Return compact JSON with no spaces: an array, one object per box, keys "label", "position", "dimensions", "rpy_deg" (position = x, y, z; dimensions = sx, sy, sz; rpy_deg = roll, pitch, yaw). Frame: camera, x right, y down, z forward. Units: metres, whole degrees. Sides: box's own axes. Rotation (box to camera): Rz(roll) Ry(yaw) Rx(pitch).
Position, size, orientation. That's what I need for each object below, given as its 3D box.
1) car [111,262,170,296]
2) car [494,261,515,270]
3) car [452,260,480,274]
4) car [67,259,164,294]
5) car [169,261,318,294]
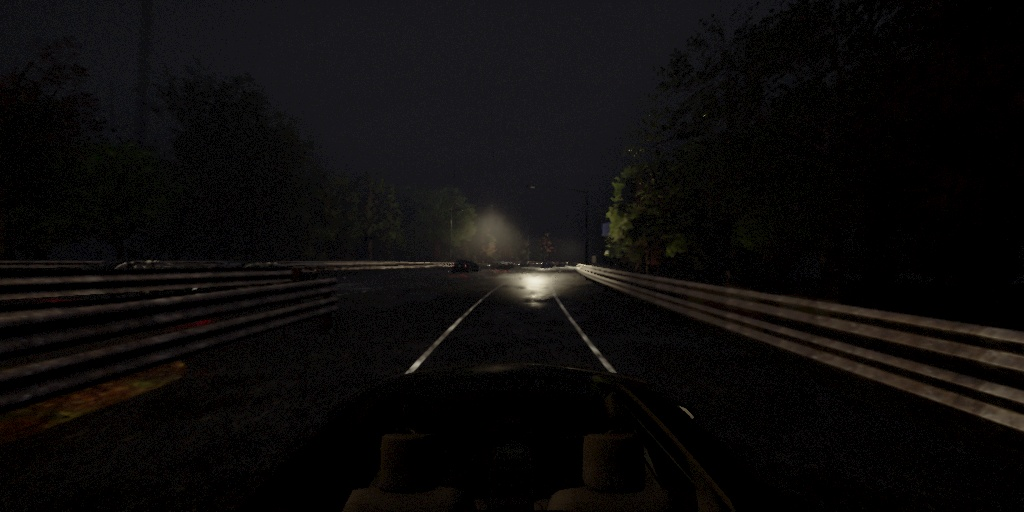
[{"label":"car","position":[-13.525,1.031,15.596],"dimensions":[1.895,1.301,4.718],"rpy_deg":[0,-1,16]},{"label":"car","position":[-0.808,1.674,61.543],"dimensions":[2.128,1.511,4.902],"rpy_deg":[0,-1,15]},{"label":"car","position":[-5.605,1.243,44.125],"dimensions":[2.097,1.767,4.553],"rpy_deg":[0,-1,15]},{"label":"car","position":[-16.893,0.897,16.560],"dimensions":[2.128,1.511,4.902],"rpy_deg":[0,-1,16]},{"label":"car","position":[-10.177,0.947,14.586],"dimensions":[2.128,1.511,4.902],"rpy_deg":[0,-1,16]}]
